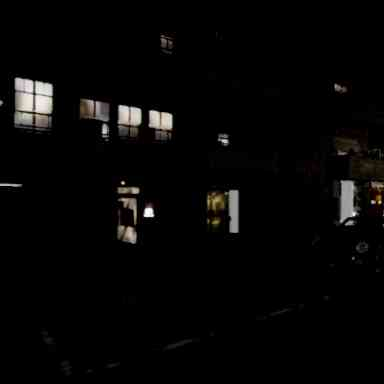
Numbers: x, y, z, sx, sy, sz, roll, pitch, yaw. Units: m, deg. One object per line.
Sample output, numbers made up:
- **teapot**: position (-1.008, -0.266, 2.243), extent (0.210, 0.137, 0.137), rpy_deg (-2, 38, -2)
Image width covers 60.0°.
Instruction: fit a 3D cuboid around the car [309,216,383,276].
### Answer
- **car**: position (5.524, 1.498, 10.515), extent (4.097, 1.590, 1.967), rpy_deg (0, 0, -36)
